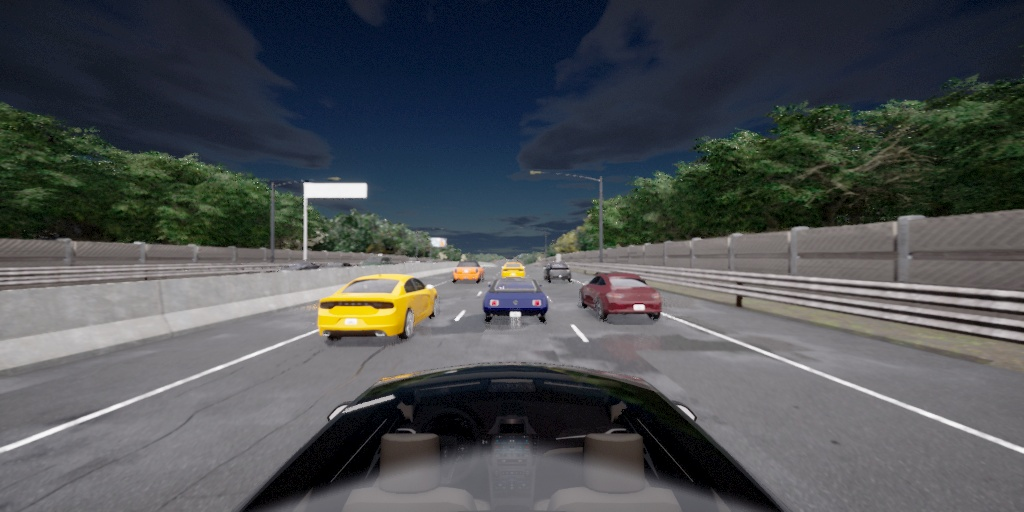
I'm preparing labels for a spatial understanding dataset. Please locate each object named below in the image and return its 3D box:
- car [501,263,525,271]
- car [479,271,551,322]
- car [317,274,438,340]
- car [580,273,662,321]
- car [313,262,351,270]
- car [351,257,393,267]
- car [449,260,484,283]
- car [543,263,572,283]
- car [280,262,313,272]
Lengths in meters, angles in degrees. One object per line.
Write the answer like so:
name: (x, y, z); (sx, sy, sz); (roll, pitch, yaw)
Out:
car: (0.106, 1.311, 30.610); (1.882, 1.535, 5.008); (0, 0, 0)
car: (0.103, 1.370, 12.392); (1.895, 1.301, 4.718); (0, 0, 0)
car: (-3.398, 1.242, 10.048); (1.882, 1.535, 5.008); (0, 0, 0)
car: (3.602, 1.294, 12.448); (1.812, 1.442, 4.674); (0, 0, 0)
car: (-17.587, 1.383, 36.262); (1.837, 1.490, 4.892); (0, -1, 0)
car: (-14.090, 1.104, 37.186); (2.150, 2.045, 5.566); (0, 0, 0)
car: (-3.396, 1.174, 28.806); (2.097, 1.767, 4.553); (0, 0, 0)
car: (3.605, 1.315, 29.023); (2.128, 1.511, 4.902); (0, 0, 0)
car: (-21.087, 1.366, 35.885); (2.128, 1.511, 4.902); (0, -1, 0)
